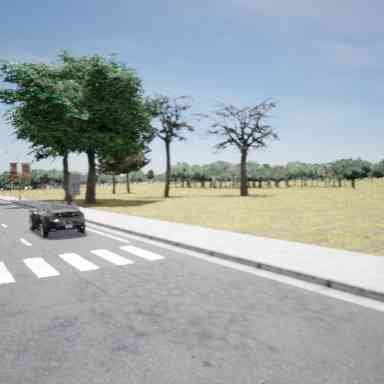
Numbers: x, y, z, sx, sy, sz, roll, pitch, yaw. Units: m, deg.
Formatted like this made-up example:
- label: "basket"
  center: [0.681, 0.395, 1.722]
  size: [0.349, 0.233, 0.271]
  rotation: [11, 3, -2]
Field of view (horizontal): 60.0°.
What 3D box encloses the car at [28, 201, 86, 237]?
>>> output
- label: "car"
  center: [-6.744, 1.223, 16.459]
  size: [1.837, 1.490, 4.892]
  rotation: [-2, 2, -35]
